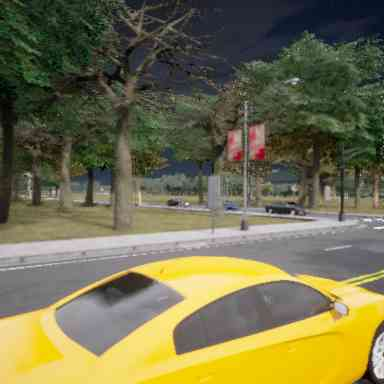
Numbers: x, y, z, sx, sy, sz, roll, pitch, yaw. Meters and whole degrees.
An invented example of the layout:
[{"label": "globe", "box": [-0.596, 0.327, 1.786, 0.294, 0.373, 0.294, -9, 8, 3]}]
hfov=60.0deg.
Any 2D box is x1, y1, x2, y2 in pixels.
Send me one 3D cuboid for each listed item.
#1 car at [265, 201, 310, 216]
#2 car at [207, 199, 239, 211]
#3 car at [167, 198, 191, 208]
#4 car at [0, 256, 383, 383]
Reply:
[{"label": "car", "box": [9.847, 1.687, 34.575, 1.837, 1.490, 4.892, 1, 0, -35]}, {"label": "car", "box": [3.953, 1.648, 42.857, 1.882, 1.535, 5.008, 1, 0, -35]}, {"label": "car", "box": [-2.080, 1.654, 51.343, 2.128, 1.511, 4.902, 1, 0, -35]}, {"label": "car", "box": [0.433, 1.495, 3.751, 5.008, 1.535, 1.882, 0, 0, -35]}]
